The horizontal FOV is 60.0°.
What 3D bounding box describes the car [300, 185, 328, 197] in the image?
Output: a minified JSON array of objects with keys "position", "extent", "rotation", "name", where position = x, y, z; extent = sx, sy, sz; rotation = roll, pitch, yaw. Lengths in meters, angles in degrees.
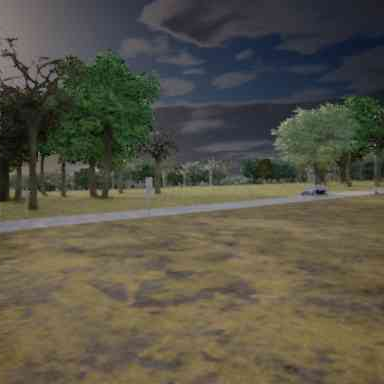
[{"position":[17.835,-0.269,48.694],"extent":[4.553,1.767,2.097],"rotation":[-3,2,-39],"name":"car"}]
